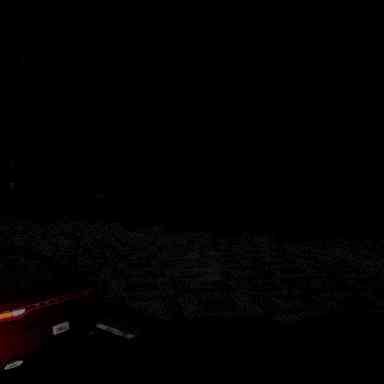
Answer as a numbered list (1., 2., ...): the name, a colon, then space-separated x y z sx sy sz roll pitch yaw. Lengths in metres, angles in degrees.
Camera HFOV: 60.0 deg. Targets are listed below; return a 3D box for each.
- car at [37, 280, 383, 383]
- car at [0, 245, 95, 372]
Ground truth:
1. car: 1.163 1.545 2.136 4.507 1.381 1.887 0 0 35
2. car: -3.432 1.545 5.399 4.507 1.381 1.887 0 0 35
